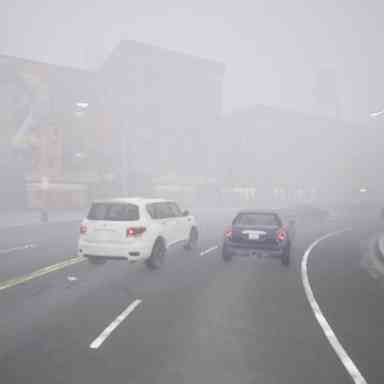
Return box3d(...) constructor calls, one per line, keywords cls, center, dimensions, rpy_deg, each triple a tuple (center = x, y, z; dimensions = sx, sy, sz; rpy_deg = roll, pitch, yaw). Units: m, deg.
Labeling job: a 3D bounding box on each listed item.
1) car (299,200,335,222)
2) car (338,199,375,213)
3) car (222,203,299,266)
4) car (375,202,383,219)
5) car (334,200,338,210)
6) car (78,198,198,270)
box3d(cls="car", center=(9.114, 1.586, 27.013), dimensions=(5.357, 1.411, 2.033), rpy_deg=(0, 0, -39))
box3d(cls="car", center=(19.350, 1.578, 38.004), dimensions=(5.008, 1.535, 1.882), rpy_deg=(0, 0, -31))
box3d(cls="car", center=(2.578, 1.358, 11.994), dimensions=(2.097, 1.767, 4.553), rpy_deg=(1, 0, 20))
box3d(cls="car", center=(18.507, 1.456, 29.015), dimensions=(4.553, 1.767, 2.097), rpy_deg=(0, 0, -32))
box3d(cls="car", center=(16.715, 1.643, 40.509), dimensions=(4.181, 1.385, 1.994), rpy_deg=(0, 0, -31))
box3d(cls="car", center=(-1.485, 1.199, 11.262), dimensions=(2.150, 2.045, 5.566), rpy_deg=(0, 0, 17))
